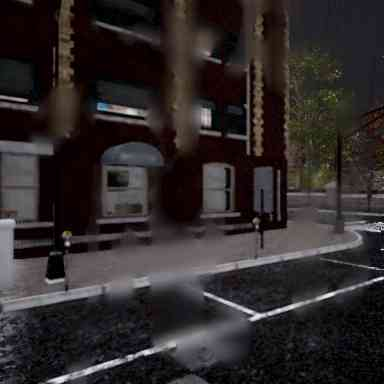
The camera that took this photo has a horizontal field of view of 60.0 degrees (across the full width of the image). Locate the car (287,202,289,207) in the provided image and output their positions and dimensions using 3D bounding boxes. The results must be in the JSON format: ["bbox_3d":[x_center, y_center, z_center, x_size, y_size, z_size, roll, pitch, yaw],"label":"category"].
[{"bbox_3d":[8.066,1.101,35.698,1.752,1.417,4.829,1,0,-36],"label":"car"}]
